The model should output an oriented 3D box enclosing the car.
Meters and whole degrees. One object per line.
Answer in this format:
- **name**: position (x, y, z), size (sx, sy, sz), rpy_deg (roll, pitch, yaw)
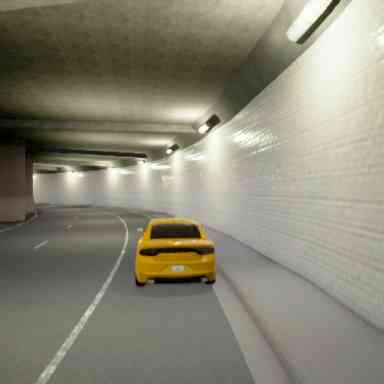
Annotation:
- **car**: position (-0.553, 1.467, 9.496), size (1.882, 1.535, 5.008), rpy_deg (0, 0, -6)
